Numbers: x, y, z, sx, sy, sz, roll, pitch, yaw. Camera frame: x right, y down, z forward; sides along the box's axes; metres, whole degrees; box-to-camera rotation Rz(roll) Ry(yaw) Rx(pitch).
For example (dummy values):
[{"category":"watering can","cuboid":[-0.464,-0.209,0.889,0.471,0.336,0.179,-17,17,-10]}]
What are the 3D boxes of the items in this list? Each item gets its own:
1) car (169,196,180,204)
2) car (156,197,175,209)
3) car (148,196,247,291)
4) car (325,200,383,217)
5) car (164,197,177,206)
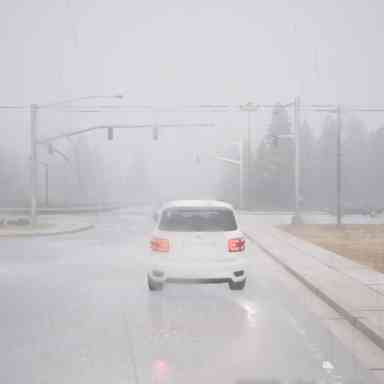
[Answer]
[{"category":"car","cuboid":[-3.471,1.564,65.840,1.994,1.385,4.181,0,0,1]},{"category":"car","cuboid":[-3.612,1.492,46.078,2.128,1.511,4.902,0,0,0]},{"category":"car","cuboid":[0.062,1.218,9.178,2.150,2.045,5.566,0,0,-2]},{"category":"car","cuboid":[14.882,1.518,30.593,4.902,1.511,2.128,0,0,1]},{"category":"car","cuboid":[-3.593,1.564,55.974,1.994,1.385,4.181,0,0,0]}]
